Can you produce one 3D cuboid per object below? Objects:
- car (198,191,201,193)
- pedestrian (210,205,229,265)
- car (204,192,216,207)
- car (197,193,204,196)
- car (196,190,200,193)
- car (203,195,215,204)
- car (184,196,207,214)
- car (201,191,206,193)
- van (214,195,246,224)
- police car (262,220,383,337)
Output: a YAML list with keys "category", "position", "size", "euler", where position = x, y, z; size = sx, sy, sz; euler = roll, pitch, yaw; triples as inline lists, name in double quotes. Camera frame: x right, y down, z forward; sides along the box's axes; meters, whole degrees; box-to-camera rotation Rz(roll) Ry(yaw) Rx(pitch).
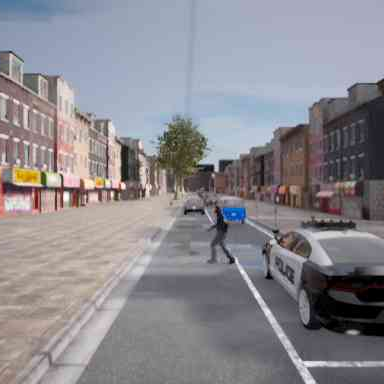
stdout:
- category: "car"
  position: [2.954, 1.083, 78.862]
  size: [2.008, 1.369, 4.403]
  euler: [1, 1, 0]
- category: "pedestrian"
  position: [0.817, 1.268, 10.019]
  size: [0.375, 1.860, 0.375]
  euler: [0, 0, 0]
- category: "car"
  position: [2.824, 1.235, 45.614]
  size: [1.967, 1.590, 4.097]
  euler: [1, 0, 0]
- category: "car"
  position: [0.260, 1.278, 44.878]
  size: [1.882, 1.535, 5.008]
  euler: [0, 0, 1]
- category: "car"
  position: [3.000, 0.747, 89.942]
  size: [2.192, 1.841, 5.009]
  euler: [1, 1, 0]
- category: "car"
  position: [2.866, 1.279, 56.697]
  size: [1.947, 1.339, 4.313]
  euler: [1, 0, 0]
- category: "car"
  position: [0.220, 1.436, 33.118]
  size: [1.994, 1.385, 4.181]
  euler: [0, 0, 1]
- category: "car"
  position: [2.848, 1.070, 51.154]
  size: [2.192, 1.841, 5.009]
  euler: [1, 0, 0]
- category: "van"
  position: [2.737, 1.264, 23.447]
  size: [1.690, 1.788, 3.998]
  euler: [0, 0, 0]
- category: "police car"
  position: [2.777, 1.408, 6.996]
  size: [1.930, 1.638, 5.238]
  euler: [0, 0, 0]
